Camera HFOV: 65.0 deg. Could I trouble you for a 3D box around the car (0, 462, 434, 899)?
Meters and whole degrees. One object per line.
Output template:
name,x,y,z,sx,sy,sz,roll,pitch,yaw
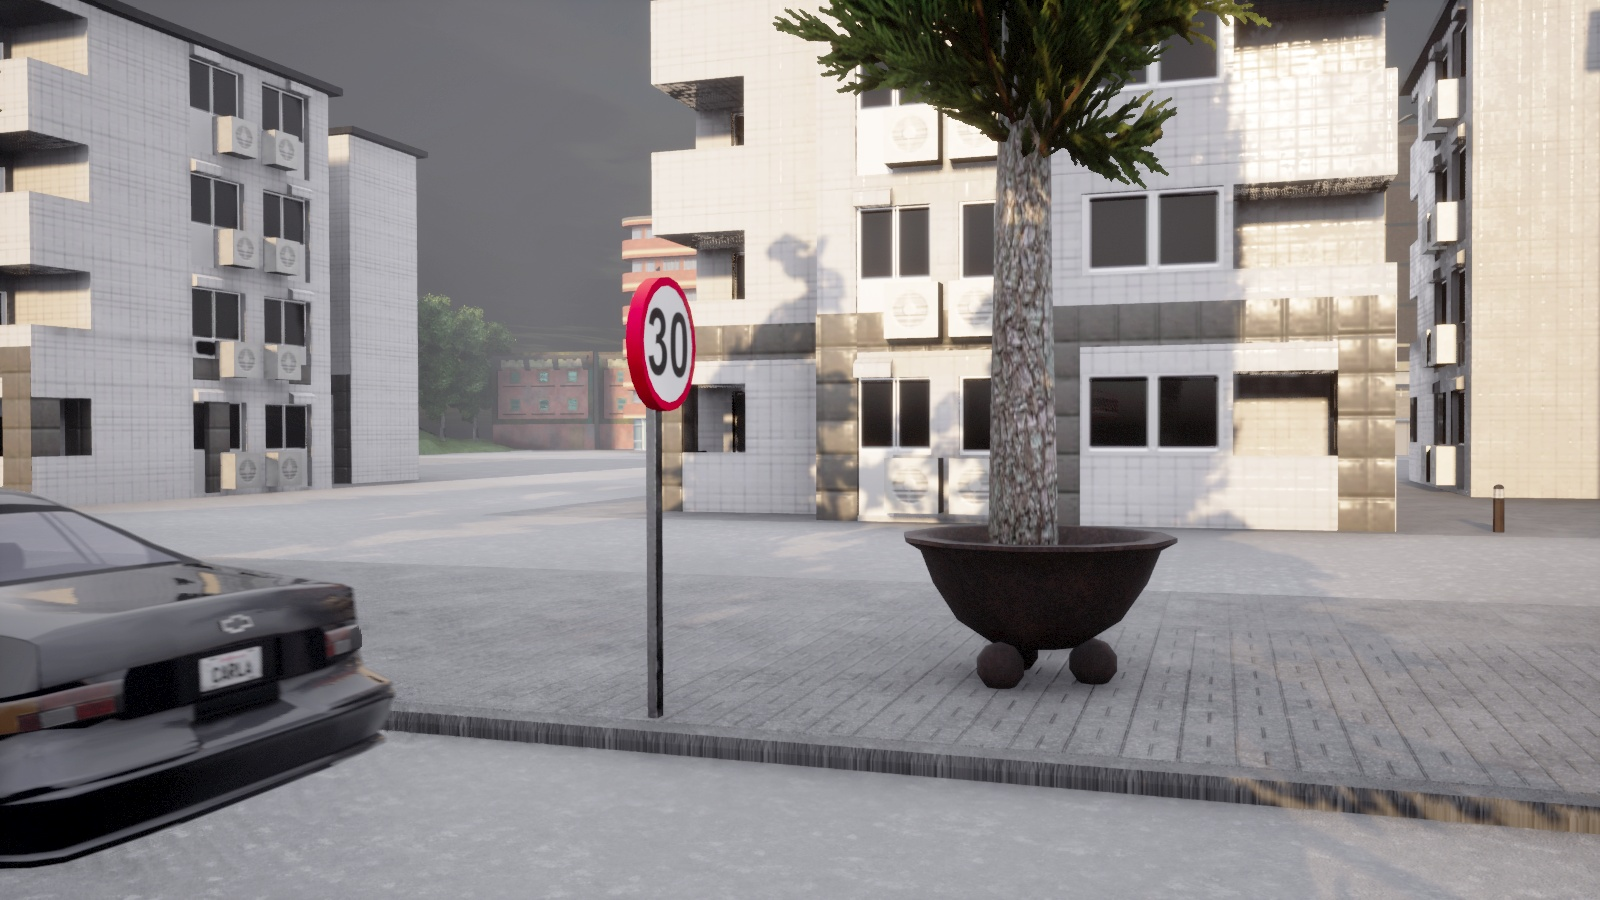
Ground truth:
car,-4.413,0.774,5.204,5.357,1.411,2.033,1,1,19
